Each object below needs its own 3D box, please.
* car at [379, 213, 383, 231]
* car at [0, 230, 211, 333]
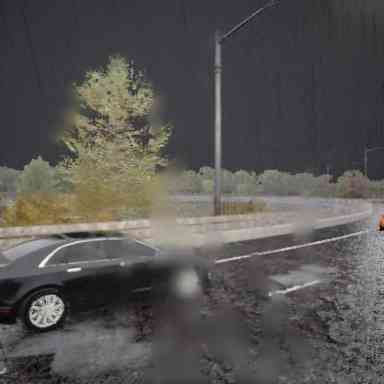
[{"bbox_3d":[13.639,1.563,21.284,2.097,1.767,4.553,0,-1,42],"label":"car"},{"bbox_3d":[-1.795,1.568,6.965,4.892,1.490,1.837,0,0,-37],"label":"car"}]
